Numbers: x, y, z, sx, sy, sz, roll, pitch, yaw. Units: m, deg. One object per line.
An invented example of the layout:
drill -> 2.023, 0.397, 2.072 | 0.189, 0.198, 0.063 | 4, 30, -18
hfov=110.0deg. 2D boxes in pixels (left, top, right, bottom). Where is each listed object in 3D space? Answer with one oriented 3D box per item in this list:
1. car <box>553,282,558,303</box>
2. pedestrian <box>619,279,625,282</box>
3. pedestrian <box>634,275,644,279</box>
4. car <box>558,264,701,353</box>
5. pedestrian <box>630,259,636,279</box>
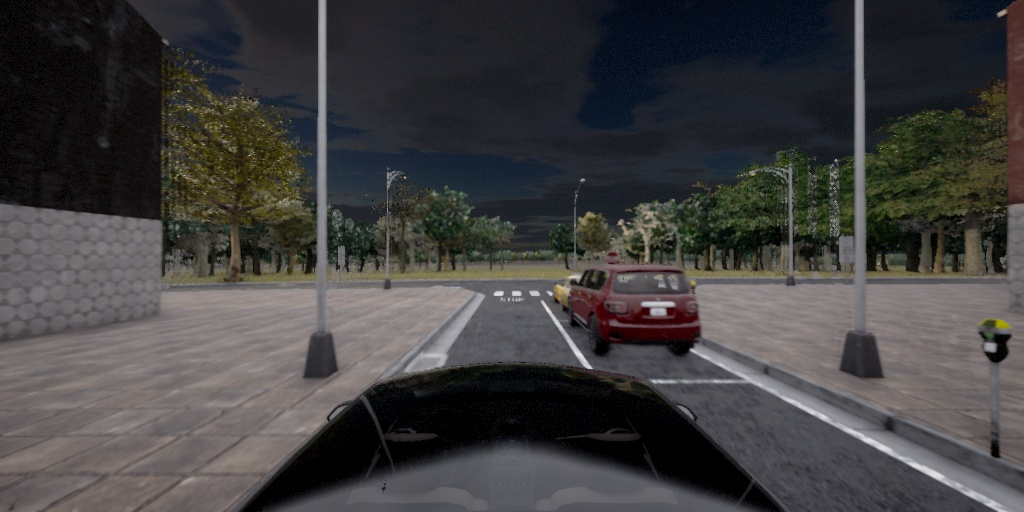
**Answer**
car -> 2.638, 1.341, 14.559 | 1.751, 1.417, 4.829 | 0, 0, 0
pedestrian -> 5.929, 1.261, 19.025 | 0.375, 1.300, 0.375 | 0, 0, 0
pedestrian -> 6.486, 1.355, 17.768 | 0.500, 1.100, 0.500 | 0, 0, 0
car -> 2.638, 1.102, 8.843 | 2.192, 1.841, 5.009 | 0, 0, 0
pedestrian -> 6.329, 0.978, 18.427 | 0.375, 1.860, 0.375 | 0, 0, 0
